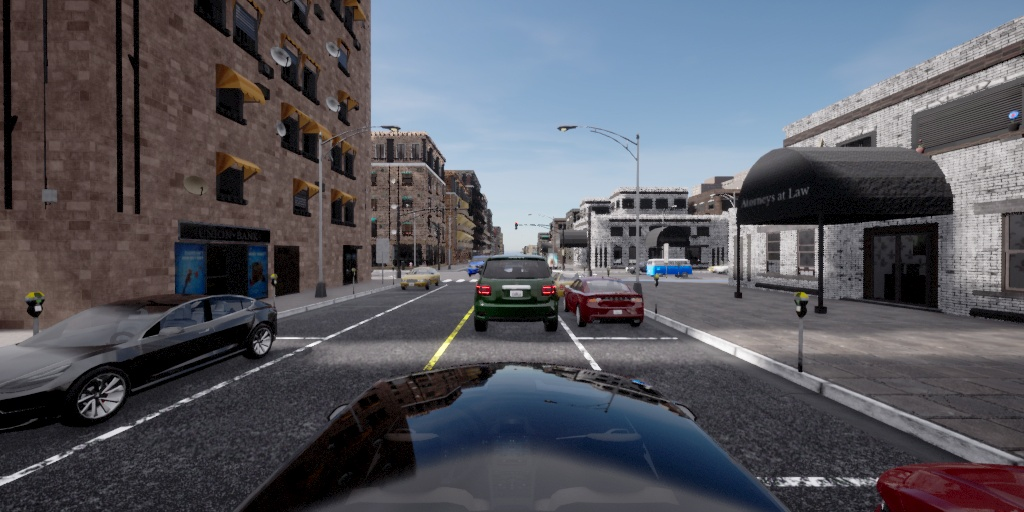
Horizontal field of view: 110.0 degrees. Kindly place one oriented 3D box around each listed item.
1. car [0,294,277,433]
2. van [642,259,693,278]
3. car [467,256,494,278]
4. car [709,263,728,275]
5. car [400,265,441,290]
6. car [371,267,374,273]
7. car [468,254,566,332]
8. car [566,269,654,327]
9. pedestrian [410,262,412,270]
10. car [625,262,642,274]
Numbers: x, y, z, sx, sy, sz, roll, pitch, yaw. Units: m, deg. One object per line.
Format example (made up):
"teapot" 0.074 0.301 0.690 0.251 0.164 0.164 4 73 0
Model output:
"car" -5.686 1.315 5.689 1.948 1.339 4.313 0 0 0
"van" 14.697 1.166 33.517 3.998 1.789 1.690 0 0 0
"car" -3.052 0.992 35.719 2.150 2.045 5.566 0 0 0
"car" 24.817 1.414 39.367 4.718 1.301 1.895 0 0 0
"car" -5.664 1.279 22.608 1.751 1.417 4.829 0 0 0
"car" -16.436 1.346 35.912 4.718 1.301 1.895 0 0 0
"car" 0.109 0.972 11.042 2.150 2.045 5.566 0 0 0
"car" 2.702 1.295 11.369 1.888 1.381 4.507 0 0 0
"pedestrian" -12.574 1.215 44.671 0.500 1.100 0.500 0 0 0
"car" 14.975 1.279 39.317 4.902 1.511 2.128 0 0 -2
